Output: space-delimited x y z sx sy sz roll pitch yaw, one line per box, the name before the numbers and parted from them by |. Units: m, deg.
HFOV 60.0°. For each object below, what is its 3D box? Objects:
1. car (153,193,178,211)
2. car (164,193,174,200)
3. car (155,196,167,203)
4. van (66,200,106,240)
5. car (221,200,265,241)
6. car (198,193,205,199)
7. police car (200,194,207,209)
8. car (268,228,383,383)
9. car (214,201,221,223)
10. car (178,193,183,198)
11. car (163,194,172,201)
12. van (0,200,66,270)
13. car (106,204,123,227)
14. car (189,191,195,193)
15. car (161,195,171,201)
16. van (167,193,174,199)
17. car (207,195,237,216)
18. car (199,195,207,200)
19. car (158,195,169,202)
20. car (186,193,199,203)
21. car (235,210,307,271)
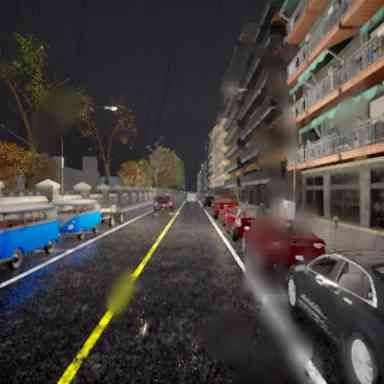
car | -3.088 1.215 37.491 2.097 1.767 4.553 0 0 0
car | -5.688 1.056 83.772 2.192 1.841 5.009 0 0 0
car | -5.687 1.358 61.255 1.947 1.339 4.313 0 0 0
van | -5.688 1.276 16.210 1.690 1.788 3.998 0 0 0
car | 2.692 1.375 16.210 1.967 1.590 4.097 0 0 0
car | 2.693 1.163 95.034 1.967 1.590 4.097 0 0 0
police car | 2.367 1.272 43.291 1.930 1.638 5.238 0 0 0
car | 2.692 1.529 4.952 2.008 1.369 4.403 0 0 0
car | 2.692 1.497 21.842 1.802 1.307 4.206 0 0 0
car | -2.998 0.841 78.843 1.882 1.535 5.008 0 0 0
car | -5.687 1.190 78.142 1.967 1.590 4.097 0 0 0
van | -5.688 1.297 10.581 1.690 1.788 3.998 0 0 0
car | -5.688 1.465 21.841 2.008 1.369 4.403 0 0 0
car | 0.005 0.855 83.289 2.150 2.045 5.566 0 0 0
car | -5.687 1.305 72.514 1.887 1.381 4.507 0 0 0
van | -5.687 1.073 89.403 1.690 1.788 3.998 0 0 0
car | 2.692 1.211 27.470 2.192 1.841 5.009 0 0 0
car | 2.693 1.323 83.772 1.802 1.307 4.206 0 0 0
car | -5.687 1.357 66.886 1.802 1.307 4.206 0 0 0
car | 0.003 1.315 62.549 1.812 1.442 4.674 0 0 0
car | 2.692 1.501 10.582 1.887 1.381 4.507 0 0 0
